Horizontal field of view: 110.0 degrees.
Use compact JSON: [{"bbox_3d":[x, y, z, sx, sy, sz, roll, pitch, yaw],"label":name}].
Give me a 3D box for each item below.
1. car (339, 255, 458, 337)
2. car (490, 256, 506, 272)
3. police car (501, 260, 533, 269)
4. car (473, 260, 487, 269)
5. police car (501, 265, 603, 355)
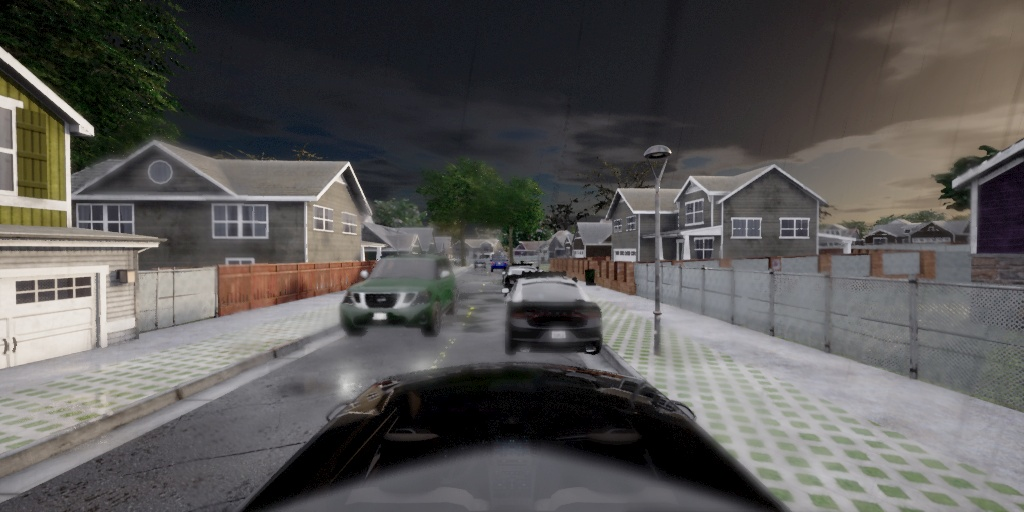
[{"bbox_3d":[-2.956,0.974,10.648,2.150,2.045,5.566,0,0,-1],"label":"car"},{"bbox_3d":[-1.706,1.055,47.464,2.150,2.045,5.566,0,0,-3],"label":"car"},{"bbox_3d":[0.523,1.187,18.899,1.930,1.638,5.238,0,0,-2],"label":"police car"},{"bbox_3d":[-5.095,1.350,57.466,2.128,1.511,4.902,0,0,-3],"label":"car"},{"bbox_3d":[0.777,1.176,8.854,1.930,1.638,5.238,0,0,-1],"label":"police car"}]
